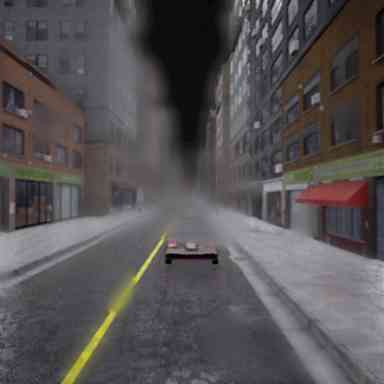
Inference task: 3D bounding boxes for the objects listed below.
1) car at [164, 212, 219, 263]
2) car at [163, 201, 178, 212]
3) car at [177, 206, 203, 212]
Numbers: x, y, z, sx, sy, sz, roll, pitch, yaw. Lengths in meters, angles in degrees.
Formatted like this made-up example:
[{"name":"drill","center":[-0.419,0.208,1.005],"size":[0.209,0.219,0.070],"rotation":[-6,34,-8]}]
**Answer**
[{"name":"car","center":[0.003,1.700,12.541],"size":[2.033,1.411,5.357],"rotation":[0,-1,0]},{"name":"car","center":[-3.034,2.126,47.559],"size":[1.837,1.490,4.892],"rotation":[0,-1,0]},{"name":"car","center":[0.009,1.924,28.545],"size":[1.994,1.385,4.181],"rotation":[0,-1,0]}]
